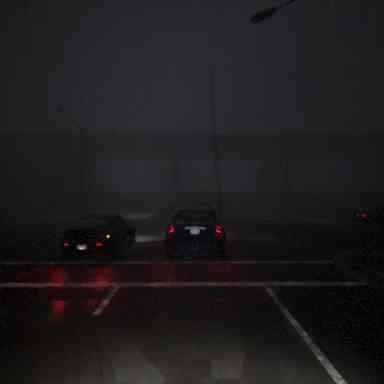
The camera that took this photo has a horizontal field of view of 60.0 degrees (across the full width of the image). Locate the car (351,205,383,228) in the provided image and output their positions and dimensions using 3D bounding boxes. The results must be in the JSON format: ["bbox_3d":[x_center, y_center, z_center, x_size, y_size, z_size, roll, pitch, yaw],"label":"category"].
[{"bbox_3d":[13.357,1.546,21.697,5.357,1.411,2.033,0,0,1],"label":"car"}]

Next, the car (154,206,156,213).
[{"bbox_3d":[-1.376,1.528,32.443,4.674,1.442,1.812,0,0,0],"label":"car"}]

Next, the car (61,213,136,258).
[{"bbox_3d":[-3.366,1.526,12.585,1.812,1.442,4.674,0,0,1],"label":"car"}]

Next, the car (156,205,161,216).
[{"bbox_3d":[-0.364,1.493,28.946,4.902,1.511,2.128,0,0,1],"label":"car"}]

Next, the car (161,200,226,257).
[{"bbox_3d":[0.226,1.352,13.209,2.097,1.767,4.553,0,0,3],"label":"car"}]
